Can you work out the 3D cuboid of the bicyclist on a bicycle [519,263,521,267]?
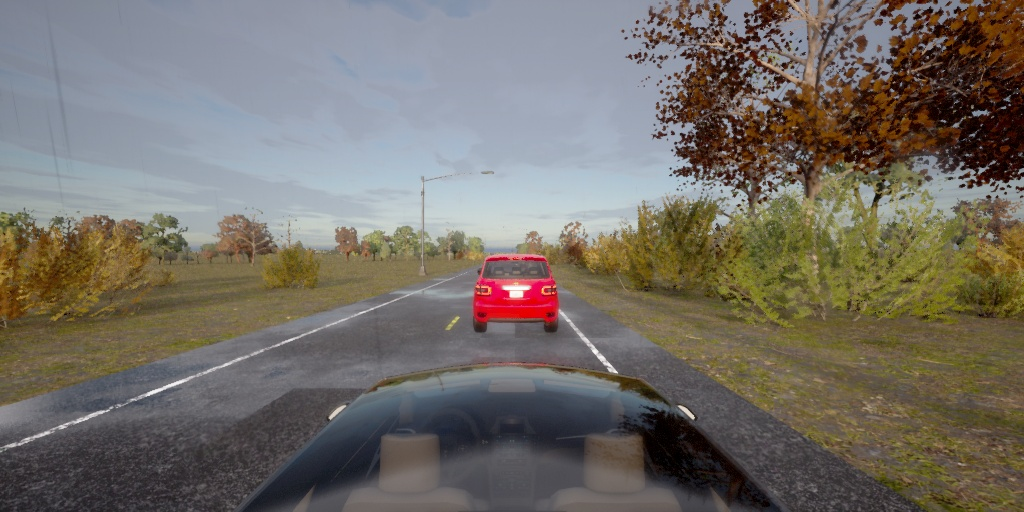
[{"bbox_3d":[0.891,1.111,28.634,0.659,1.776,1.843,0,0,0],"label":"bicyclist on a bicycle"}]

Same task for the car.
[{"bbox_3d":[0.087,0.968,10.915,2.150,2.045,5.566,0,0,0],"label":"car"}]

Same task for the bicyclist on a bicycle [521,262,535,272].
[{"bbox_3d":[0.935,1.114,18.621,0.659,1.776,1.843,0,0,0],"label":"bicyclist on a bicycle"}]
